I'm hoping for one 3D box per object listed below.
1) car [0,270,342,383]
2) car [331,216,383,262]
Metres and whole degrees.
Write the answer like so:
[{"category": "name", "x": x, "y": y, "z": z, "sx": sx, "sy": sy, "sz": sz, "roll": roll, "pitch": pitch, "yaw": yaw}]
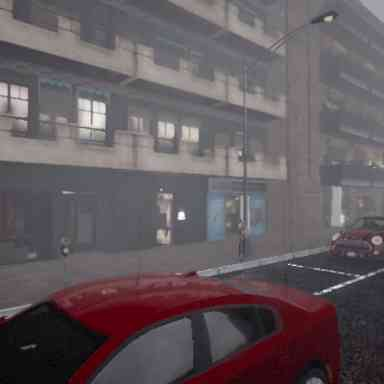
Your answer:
[{"category": "car", "x": -0.626, "y": 1.541, "z": 2.779, "sx": 5.008, "sy": 1.535, "sz": 1.882, "roll": 1, "pitch": -2, "yaw": -41}, {"category": "car", "x": 7.103, "y": 1.676, "z": 12.950, "sx": 4.097, "sy": 1.590, "sz": 1.967, "roll": 1, "pitch": -1, "yaw": -41}]
